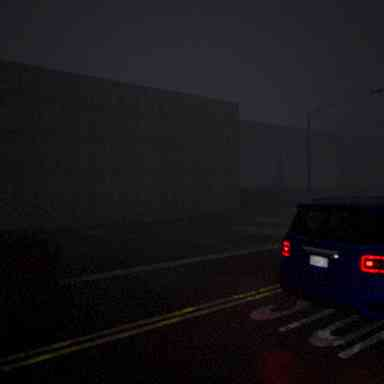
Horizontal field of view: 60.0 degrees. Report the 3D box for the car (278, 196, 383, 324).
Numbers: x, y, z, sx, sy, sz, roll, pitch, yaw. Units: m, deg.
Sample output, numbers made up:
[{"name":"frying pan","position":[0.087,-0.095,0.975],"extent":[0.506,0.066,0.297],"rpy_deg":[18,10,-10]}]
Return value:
[{"name":"car","position":[4.133,1.080,6.625],"extent":[5.566,2.045,2.150],"rpy_deg":[-2,1,-35]}]
